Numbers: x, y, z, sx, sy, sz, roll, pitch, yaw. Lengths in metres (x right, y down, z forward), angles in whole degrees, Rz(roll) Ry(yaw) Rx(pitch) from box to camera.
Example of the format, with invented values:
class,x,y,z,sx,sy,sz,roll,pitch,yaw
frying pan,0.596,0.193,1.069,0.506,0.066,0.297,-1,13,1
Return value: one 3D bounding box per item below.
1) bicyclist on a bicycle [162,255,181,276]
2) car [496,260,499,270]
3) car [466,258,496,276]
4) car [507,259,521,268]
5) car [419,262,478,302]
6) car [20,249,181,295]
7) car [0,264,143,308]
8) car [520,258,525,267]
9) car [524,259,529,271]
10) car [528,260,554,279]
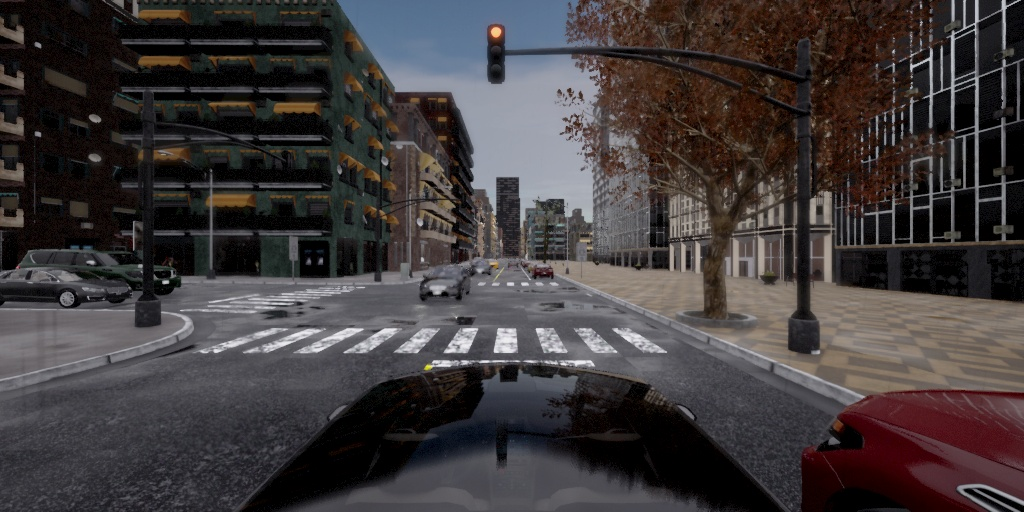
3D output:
class,x,y,z,sx,sy,sz,roll,pitch,yaw
bicyclist on a bicycle,-23.133,0.761,24.218,0.582,1.620,1.656,1,0,0
car,-3.011,1.261,53.286,1.882,1.535,5.008,0,0,0
car,-3.044,1.255,36.622,2.128,1.511,4.902,0,0,0
car,0.199,1.289,63.479,2.128,1.511,4.902,0,0,0
car,-3.076,1.244,17.240,2.128,1.511,4.902,0,0,0
car,-17.766,0.746,15.530,5.566,2.045,2.150,1,0,0
car,-16.417,1.091,12.947,4.403,1.370,2.007,0,0,0
car,2.783,1.374,59.995,1.802,1.307,4.207,0,0,0
car,2.757,1.297,43.568,1.751,1.417,4.829,0,0,0
car,2.739,1.307,32.333,1.888,1.381,4.507,0,0,0
